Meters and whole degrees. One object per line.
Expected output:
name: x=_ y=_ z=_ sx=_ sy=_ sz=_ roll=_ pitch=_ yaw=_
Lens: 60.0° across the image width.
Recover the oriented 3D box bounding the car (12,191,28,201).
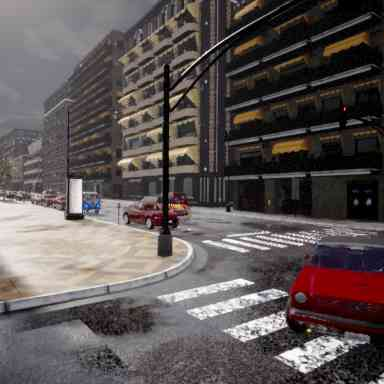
car: x=-25.749 y=0.541 z=51.055 sx=1.967 sy=1.590 sz=4.097 roll=2 pitch=0 yaw=-36

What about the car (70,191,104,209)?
car: x=-11.327 y=0.803 z=35.648 sx=2.097 sy=1.767 sz=4.553 roll=1 pitch=0 yaw=-37

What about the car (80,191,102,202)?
car: x=-15.650 y=0.710 z=51.425 sx=1.967 sy=1.590 sz=4.097 roll=2 pitch=0 yaw=-36

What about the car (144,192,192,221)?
car: x=-1.964 y=1.049 z=22.791 sx=2.097 sy=1.767 sz=4.553 roll=1 pitch=1 yaw=-36

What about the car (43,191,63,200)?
car: x=-25.090 y=0.599 z=59.983 sx=2.033 sy=1.411 sz=5.357 roll=1 pitch=0 yaw=-38

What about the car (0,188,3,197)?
car: x=-39.078 y=0.301 z=69.341 sx=2.008 sy=1.369 sz=4.403 roll=2 pitch=0 yaw=-36

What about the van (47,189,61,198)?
van: x=-28.973 y=0.260 z=69.711 sx=1.690 sy=1.788 sz=3.998 roll=2 pitch=0 yaw=-36

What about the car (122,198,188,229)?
car: x=-2.434 y=1.261 z=19.053 sx=1.887 sy=1.381 sz=4.507 roll=2 pitch=0 yaw=-36

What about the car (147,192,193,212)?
car: x=-2.322 y=0.936 z=33.138 sx=2.192 sy=1.841 sz=5.009 roll=2 pitch=0 yaw=-36

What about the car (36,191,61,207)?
car: x=-15.759 y=0.909 z=37.340 sx=1.887 sy=1.381 sz=4.507 roll=2 pitch=0 yaw=-36

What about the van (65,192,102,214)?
van: x=-9.090 y=0.881 z=28.197 sx=1.690 sy=1.788 sz=3.998 roll=2 pitch=0 yaw=-36

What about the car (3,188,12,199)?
car: x=-32.416 y=0.470 z=60.198 sx=1.887 sy=1.381 sz=4.507 roll=2 pitch=0 yaw=-36

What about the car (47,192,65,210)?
car: x=-12.427 y=0.997 z=32.768 sx=1.887 sy=1.381 sz=4.507 roll=2 pitch=0 yaw=-36

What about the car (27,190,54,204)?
car: x=-18.990 y=0.805 z=41.774 sx=1.752 sy=1.417 sz=4.829 roll=2 pitch=0 yaw=-36

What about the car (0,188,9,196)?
car: x=-42.402 y=-0.022 z=73.913 sx=2.192 sy=1.841 sz=5.009 roll=2 pitch=0 yaw=-36

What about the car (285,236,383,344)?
car: x=3.153 y=1.603 z=6.368 sx=1.895 sy=1.301 sz=4.718 roll=0 pitch=0 yaw=26

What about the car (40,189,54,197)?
car: x=-32.307 y=0.272 z=74.283 sx=1.967 sy=1.590 sz=4.097 roll=2 pitch=0 yaw=-36

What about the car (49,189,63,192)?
car: x=-20.890 y=0.603 z=48.931 sx=2.097 sy=1.767 sz=4.553 roll=1 pitch=0 yaw=-36

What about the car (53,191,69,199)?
car: x=-25.747 y=0.529 z=65.277 sx=1.752 sy=1.417 sz=4.829 roll=2 pitch=0 yaw=-36
